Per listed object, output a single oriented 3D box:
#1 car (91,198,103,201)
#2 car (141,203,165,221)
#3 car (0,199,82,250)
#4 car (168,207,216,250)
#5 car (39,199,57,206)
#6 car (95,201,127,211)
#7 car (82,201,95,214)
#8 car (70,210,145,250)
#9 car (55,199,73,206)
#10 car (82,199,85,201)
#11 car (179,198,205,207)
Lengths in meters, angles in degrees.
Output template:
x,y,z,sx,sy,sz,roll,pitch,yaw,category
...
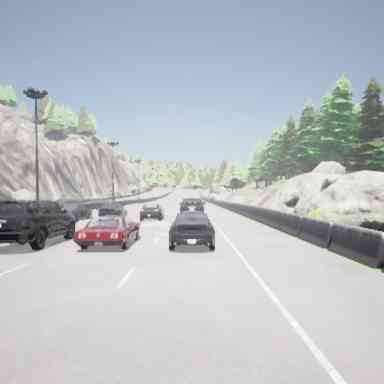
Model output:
x,y,z,sx,sy,sz,roll,pitch,yaw,category
-21.000,2.055,73.051,2.097,1.767,4.553,0,-1,0,car
-3.500,1.747,29.693,2.128,1.511,4.902,0,-1,0,car
-7.000,1.338,14.704,2.150,2.045,5.566,0,-1,0,car
0.000,1.597,14.674,1.837,1.490,4.892,0,-1,0,car
-31.500,2.293,72.988,1.895,1.301,4.718,0,-1,0,car
-7.000,1.768,29.693,1.837,1.490,4.892,0,-1,0,car
-10.500,1.815,29.693,2.033,1.411,5.357,0,-1,0,car
-3.500,1.698,14.704,1.895,1.301,4.718,0,-1,0,car
-28.000,2.224,73.019,2.128,1.511,4.902,0,-1,0,car
-24.500,2.252,73.018,1.994,1.385,4.181,0,-1,0,car
0.000,1.510,29.723,2.150,2.045,5.566,0,-1,0,car
